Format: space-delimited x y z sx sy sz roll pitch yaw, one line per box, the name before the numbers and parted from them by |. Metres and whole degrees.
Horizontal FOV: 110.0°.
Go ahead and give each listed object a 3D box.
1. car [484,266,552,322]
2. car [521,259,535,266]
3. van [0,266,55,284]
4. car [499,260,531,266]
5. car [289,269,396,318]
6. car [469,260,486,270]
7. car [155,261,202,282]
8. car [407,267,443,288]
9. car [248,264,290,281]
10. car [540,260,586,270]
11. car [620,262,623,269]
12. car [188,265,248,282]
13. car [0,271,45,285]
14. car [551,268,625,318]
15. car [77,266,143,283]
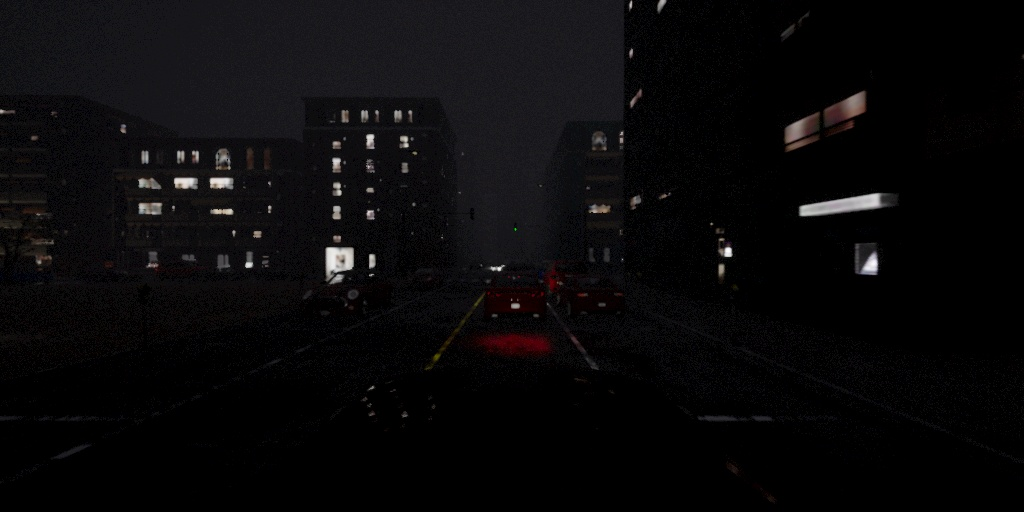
car | 0.100 1.255 12.464 1.882 1.535 5.008 0 0 0
car | 2.691 1.484 56.360 1.802 1.307 4.207 0 0 0
van | -46.851 1.875 34.662 3.998 1.789 1.690 0 0 0
car | 0.333 1.323 28.005 1.837 1.490 4.892 0 0 4
car | -5.692 1.219 12.912 1.967 1.591 4.097 0 0 0
car | -5.690 1.468 56.372 1.948 1.339 4.313 0 0 0
car | -33.798 1.551 37.373 5.566 2.045 2.150 -1 0 0
car | -5.692 1.390 23.967 1.802 1.307 4.207 0 0 0
car | -22.393 1.727 34.736 4.403 1.370 2.007 0 0 0
car | 2.689 1.108 18.438 2.192 1.841 5.009 0 0 0
car | 15.773 0.893 43.520 5.009 1.841 2.192 0 0 0
car | -27.962 1.808 34.696 4.403 1.370 2.007 0 0 0
car | -52.242 2.268 37.339 4.718 1.301 1.895 -1 0 0
car | 2.689 1.323 12.910 1.888 1.381 4.507 0 0 0
car | -38.391 1.955 34.667 4.507 1.381 1.888 0 0 0
